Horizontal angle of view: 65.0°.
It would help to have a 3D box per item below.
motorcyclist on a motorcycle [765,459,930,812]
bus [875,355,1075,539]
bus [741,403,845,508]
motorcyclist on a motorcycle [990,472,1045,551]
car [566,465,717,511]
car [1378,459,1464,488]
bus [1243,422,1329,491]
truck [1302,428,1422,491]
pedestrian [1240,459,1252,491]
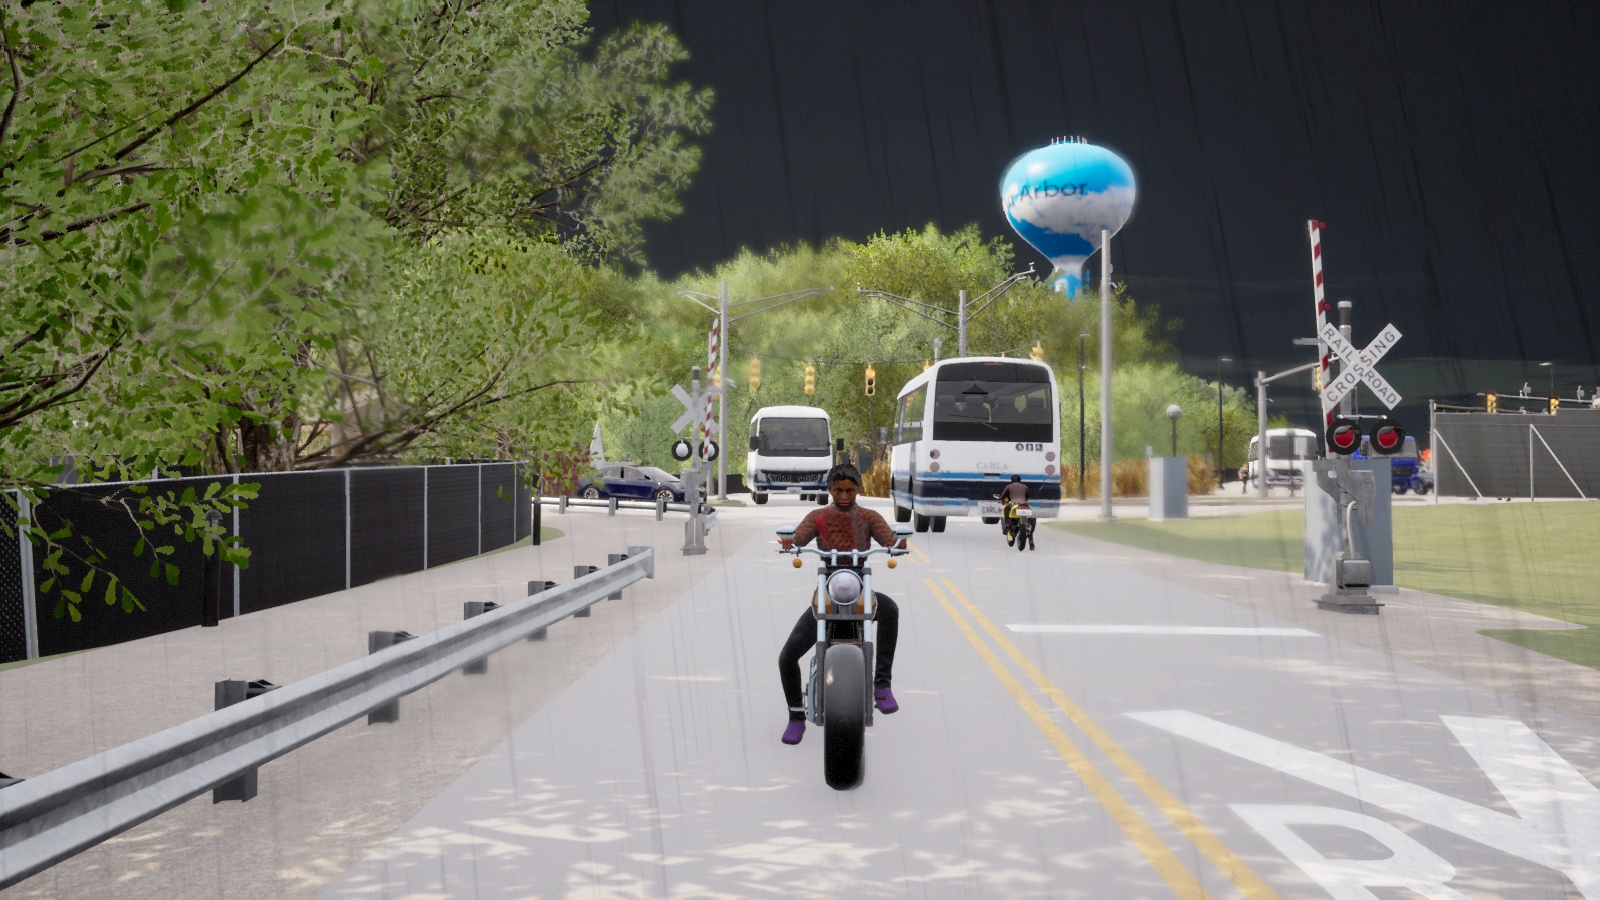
[{"bbox_3d":[0.255,0.884,7.056,0.766,1.649,2.350,0,-1,2],"label":"motorcyclist on a motorcycle"},{"bbox_3d":[4.387,-0.010,34.388,3.944,4.253,10.273,1,-1,0],"label":"bus"},{"bbox_3d":[-0.531,0.245,55.946,3.944,4.253,10.273,0,0,-4],"label":"bus"},{"bbox_3d":[4.382,1.217,25.429,0.797,1.523,2.044,0,-1,1],"label":"motorcyclist on a motorcycle"},{"bbox_3d":[-5.464,1.299,43.211,4.792,1.488,2.163,0,-1,28],"label":"car"},{"bbox_3d":[36.104,1.367,73.141,2.152,1.651,5.027,0,-1,-5],"label":"car"},{"bbox_3d":[33.065,0.568,85.930,3.944,4.253,10.273,0,-3,12],"label":"bus"},{"bbox_3d":[32.454,0.593,72.944,2.891,3.462,7.936,0,-1,-5],"label":"truck"},{"bbox_3d":[25.770,1.437,72.615,0.345,1.836,0.594,1,-3,-14],"label":"pedestrian"}]
